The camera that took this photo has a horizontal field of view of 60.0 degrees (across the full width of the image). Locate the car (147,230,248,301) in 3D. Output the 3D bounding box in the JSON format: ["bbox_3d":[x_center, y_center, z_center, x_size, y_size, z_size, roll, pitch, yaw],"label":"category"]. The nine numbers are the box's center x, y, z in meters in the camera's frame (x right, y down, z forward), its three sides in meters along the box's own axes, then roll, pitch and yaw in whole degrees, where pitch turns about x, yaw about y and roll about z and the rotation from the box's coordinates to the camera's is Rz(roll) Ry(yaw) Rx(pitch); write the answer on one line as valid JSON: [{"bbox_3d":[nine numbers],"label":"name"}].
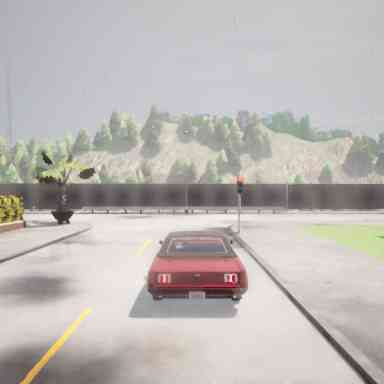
[{"bbox_3d":[0.101,1.601,8.279,1.895,1.301,4.718,0,0,0],"label":"car"}]
